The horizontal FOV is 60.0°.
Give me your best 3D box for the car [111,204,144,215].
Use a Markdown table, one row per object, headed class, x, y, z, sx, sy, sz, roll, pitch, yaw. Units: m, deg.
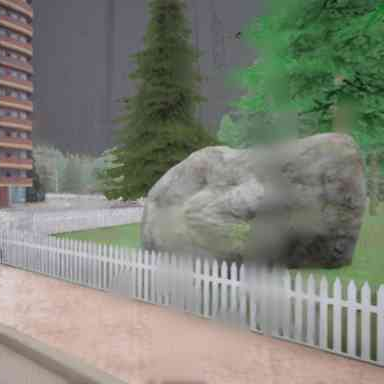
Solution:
| class | x | y | z | sx | sy | sz | roll | pitch | yaw |
| --- | --- | --- | --- | --- | --- | --- | --- | --- | --- |
| car | -6.007 | 1.373 | 31.475 | 1.994 | 1.385 | 4.181 | 0 | 0 | 14 |
